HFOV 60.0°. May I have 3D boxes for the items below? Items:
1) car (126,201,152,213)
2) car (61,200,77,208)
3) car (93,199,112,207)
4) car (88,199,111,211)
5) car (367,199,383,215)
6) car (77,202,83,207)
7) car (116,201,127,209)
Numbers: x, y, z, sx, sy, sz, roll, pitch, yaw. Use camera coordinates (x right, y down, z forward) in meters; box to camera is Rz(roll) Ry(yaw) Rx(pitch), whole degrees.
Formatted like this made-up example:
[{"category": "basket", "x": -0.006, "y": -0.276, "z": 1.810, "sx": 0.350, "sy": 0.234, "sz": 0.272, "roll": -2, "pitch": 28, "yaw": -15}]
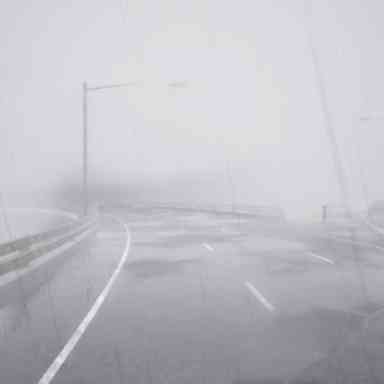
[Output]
[{"category": "car", "x": -7.013, "y": 2.085, "z": 45.759, "sx": 2.128, "sy": 1.511, "sz": 4.902, "roll": 0, "pitch": -1, "yaw": -25}, {"category": "car", "x": -24.404, "y": 2.339, "z": 66.150, "sx": 2.097, "sy": 1.767, "sz": 4.553, "roll": 0, "pitch": -1, "yaw": -43}, {"category": "car", "x": -18.942, "y": 2.318, "z": 70.544, "sx": 1.837, "sy": 1.490, "sz": 4.892, "roll": 0, "pitch": -1, "yaw": -43}, {"category": "car", "x": -14.765, "y": 2.269, "z": 52.694, "sx": 1.812, "sy": 1.442, "sz": 4.674, "roll": 0, "pitch": -1, "yaw": -31}, {"category": "car", "x": 20.756, "y": 1.649, "z": 37.011, "sx": 2.097, "sy": 1.767, "sz": 4.553, "roll": -1, "pitch": -1, "yaw": 25}, {"category": "car", "x": -20.770, "y": 2.320, "z": 67.276, "sx": 2.097, "sy": 1.767, "sz": 4.553, "roll": 0, "pitch": -1, "yaw": -40}, {"category": "car", "x": -12.701, "y": 2.363, "z": 62.406, "sx": 1.812, "sy": 1.442, "sz": 4.674, "roll": 0, "pitch": -1, "yaw": -37}]
